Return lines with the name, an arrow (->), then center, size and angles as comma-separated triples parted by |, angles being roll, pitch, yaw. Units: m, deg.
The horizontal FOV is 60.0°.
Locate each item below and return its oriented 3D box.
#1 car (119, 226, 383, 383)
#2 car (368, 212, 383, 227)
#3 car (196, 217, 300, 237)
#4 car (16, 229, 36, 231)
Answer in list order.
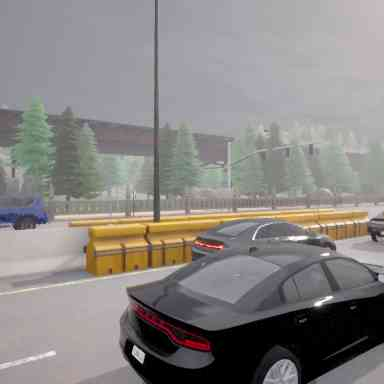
car -> 1.474, 1.478, 4.798 | 5.008, 1.535, 1.882 | 0, 0, -36
car -> 9.909, 1.491, 15.124 | 4.902, 1.511, 2.128 | 0, 0, -36
car -> 2.242, 1.505, 9.650 | 4.892, 1.490, 1.837 | 0, 0, -35
car -> -10.660, 1.217, 17.761 | 5.566, 2.045, 2.150 | 0, 0, -36
